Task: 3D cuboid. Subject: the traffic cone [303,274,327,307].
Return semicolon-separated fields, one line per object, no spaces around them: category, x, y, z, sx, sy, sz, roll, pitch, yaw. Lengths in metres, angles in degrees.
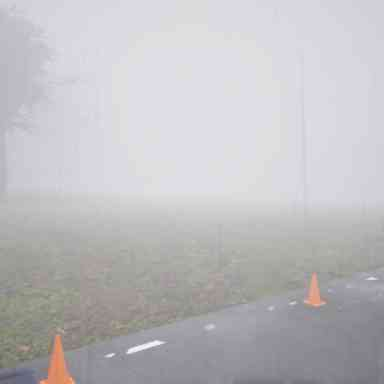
traffic cone;2.503;1.975;6.793;0.340;0.580;0.340;0;0;-36

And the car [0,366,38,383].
car;-2.683;1.593;0.665;4.718;1.301;1.895;0;0;-36

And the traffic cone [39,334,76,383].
traffic cone;-1.567;1.959;3.889;0.340;0.580;0.340;0;0;-36
